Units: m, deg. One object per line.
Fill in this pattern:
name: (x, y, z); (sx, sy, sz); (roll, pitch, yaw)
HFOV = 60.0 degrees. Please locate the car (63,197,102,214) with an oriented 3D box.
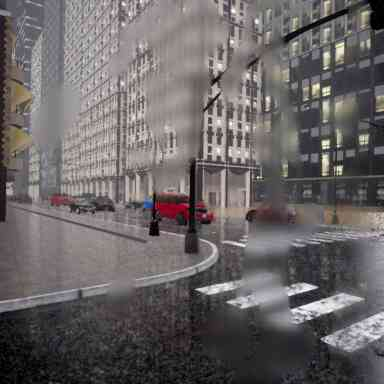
car: (-10.910, 1.427, 32.890); (2.008, 1.369, 4.403); (1, -1, -35)

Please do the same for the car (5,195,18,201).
car: (-40.358, 1.378, 74.328); (2.008, 1.369, 4.403); (1, -1, -35)

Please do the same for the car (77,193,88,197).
car: (-18.743, 1.317, 53.904); (2.097, 1.767, 4.553); (1, -1, -36)

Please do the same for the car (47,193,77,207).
car: (-19.367, 1.123, 49.438); (2.150, 2.045, 5.566); (1, -1, -35)

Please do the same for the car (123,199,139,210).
car: (-7.352, 1.584, 42.348); (2.008, 1.369, 4.403); (1, -1, -35)

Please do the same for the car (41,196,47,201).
car: (-36.802, 1.571, 83.786); (1.802, 1.307, 4.206); (1, -1, -35)

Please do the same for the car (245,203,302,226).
car: (5.739, 1.505, 23.932); (1.967, 1.590, 4.097); (1, -1, -35)

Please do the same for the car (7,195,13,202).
car: (-37.087, 1.397, 69.724); (1.947, 1.339, 4.313); (1, -1, -35)

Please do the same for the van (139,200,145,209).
van: (-4.076, 1.382, 37.746); (1.690, 1.788, 3.998); (1, -1, -35)

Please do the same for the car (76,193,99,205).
car: (-18.558, 1.248, 58.845); (2.150, 2.045, 5.566); (1, -1, -35)

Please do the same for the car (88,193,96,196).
car: (-14.465, 1.380, 53.093); (2.097, 1.767, 4.553); (1, -1, -35)

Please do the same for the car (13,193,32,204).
car: (-30.539, 1.155, 60.518); (2.192, 1.841, 5.009); (1, -1, -35)

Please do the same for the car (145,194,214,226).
car: (-0.801, 1.169, 23.140); (2.150, 2.045, 5.566); (1, -1, -35)

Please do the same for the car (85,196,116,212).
car: (-9.817, 1.489, 35.825); (1.994, 1.385, 4.181); (1, -1, -36)
